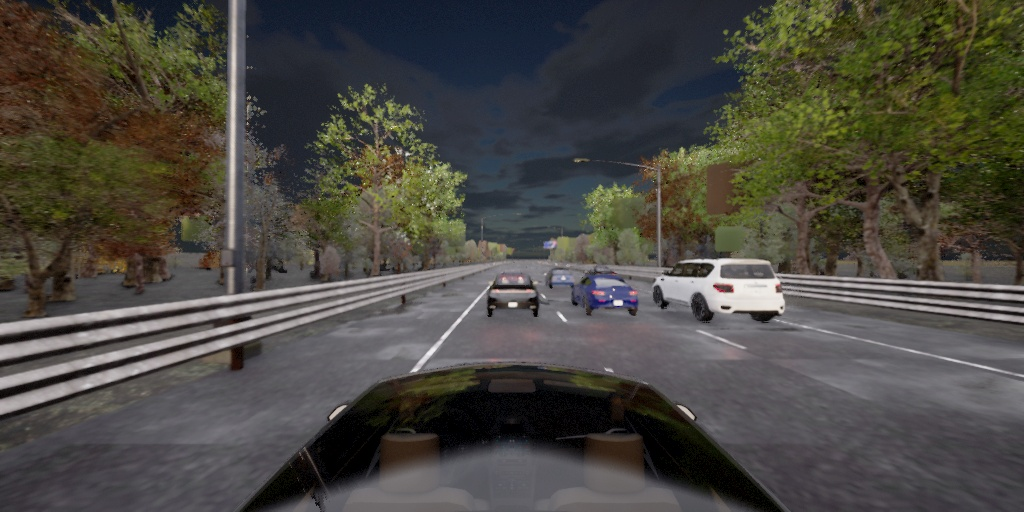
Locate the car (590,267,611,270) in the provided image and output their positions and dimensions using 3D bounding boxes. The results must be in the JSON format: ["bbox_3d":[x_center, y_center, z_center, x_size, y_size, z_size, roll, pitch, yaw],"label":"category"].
[{"bbox_3d":[7.048,1.596,29.090,2.128,1.511,4.902,0,-1,1],"label":"car"}]

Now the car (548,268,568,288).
[{"bbox_3d":[3.525,1.624,26.926,2.033,1.411,5.357,0,-1,1],"label":"car"}]

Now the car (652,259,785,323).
[{"bbox_3d":[7.037,1.121,12.980,2.150,2.045,5.566,0,0,1],"label":"car"}]

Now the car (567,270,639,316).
[{"bbox_3d":[3.543,1.440,14.240,1.812,1.442,4.674,0,-1,0],"label":"car"}]

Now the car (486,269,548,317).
[{"bbox_3d":[0.048,1.403,14.091,2.128,1.511,4.902,0,-1,1],"label":"car"}]
